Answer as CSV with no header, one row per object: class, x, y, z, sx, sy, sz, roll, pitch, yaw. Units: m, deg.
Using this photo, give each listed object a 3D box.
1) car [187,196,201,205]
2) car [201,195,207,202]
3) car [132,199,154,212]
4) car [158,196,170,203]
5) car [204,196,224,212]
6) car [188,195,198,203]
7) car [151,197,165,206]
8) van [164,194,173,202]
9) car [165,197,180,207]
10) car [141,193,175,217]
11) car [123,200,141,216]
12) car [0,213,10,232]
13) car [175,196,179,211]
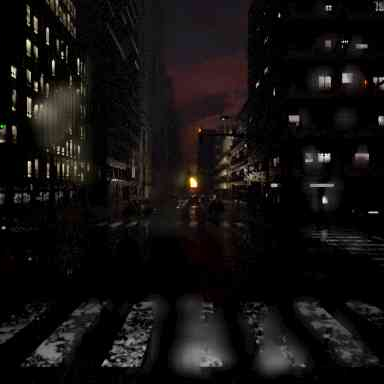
car,0.209,1.463,58.037,1.882,1.535,5.008,0,0,0
car,2.813,1.422,72.551,1.967,1.590,4.097,-1,0,0
car,-5.631,1.555,38.639,1.947,1.339,4.313,-1,0,0
car,-5.576,1.528,66.911,1.887,1.381,4.507,-1,0,0
car,2.749,1.540,38.623,2.008,1.369,4.403,-1,0,0
car,0.193,1.488,70.928,2.128,1.511,4.902,0,0,0
car,-5.598,1.530,55.602,1.887,1.381,4.507,-1,0,0
van,-5.558,1.322,78.221,1.690,1.788,3.998,-1,0,0
car,-2.990,1.534,52.138,2.033,1.411,5.357,0,0,0
car,-3.045,1.212,31.115,2.150,2.045,5.566,0,0,0
car,-5.642,1.516,32.814,1.752,1.417,4.829,-1,0,0
car,-11.421,1.403,15.973,4.892,1.490,1.837,1,1,1
car,-3.016,1.210,41.594,2.150,2.045,5.566,0,0,0
